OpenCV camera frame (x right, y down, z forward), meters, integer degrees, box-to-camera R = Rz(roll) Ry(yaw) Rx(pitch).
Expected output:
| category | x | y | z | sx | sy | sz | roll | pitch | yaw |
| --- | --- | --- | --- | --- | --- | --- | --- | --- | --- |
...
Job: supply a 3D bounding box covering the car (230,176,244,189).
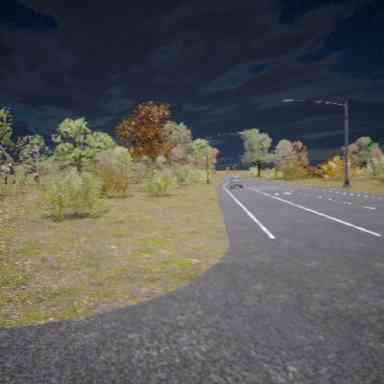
| category | x | y | z | sx | sy | sz | roll | pitch | yaw |
| --- | --- | --- | --- | --- | --- | --- | --- | --- | --- |
| car | 6.486 | -1.213 | 48.836 | 2.033 | 1.411 | 5.357 | -2 | 3 | 3 |
